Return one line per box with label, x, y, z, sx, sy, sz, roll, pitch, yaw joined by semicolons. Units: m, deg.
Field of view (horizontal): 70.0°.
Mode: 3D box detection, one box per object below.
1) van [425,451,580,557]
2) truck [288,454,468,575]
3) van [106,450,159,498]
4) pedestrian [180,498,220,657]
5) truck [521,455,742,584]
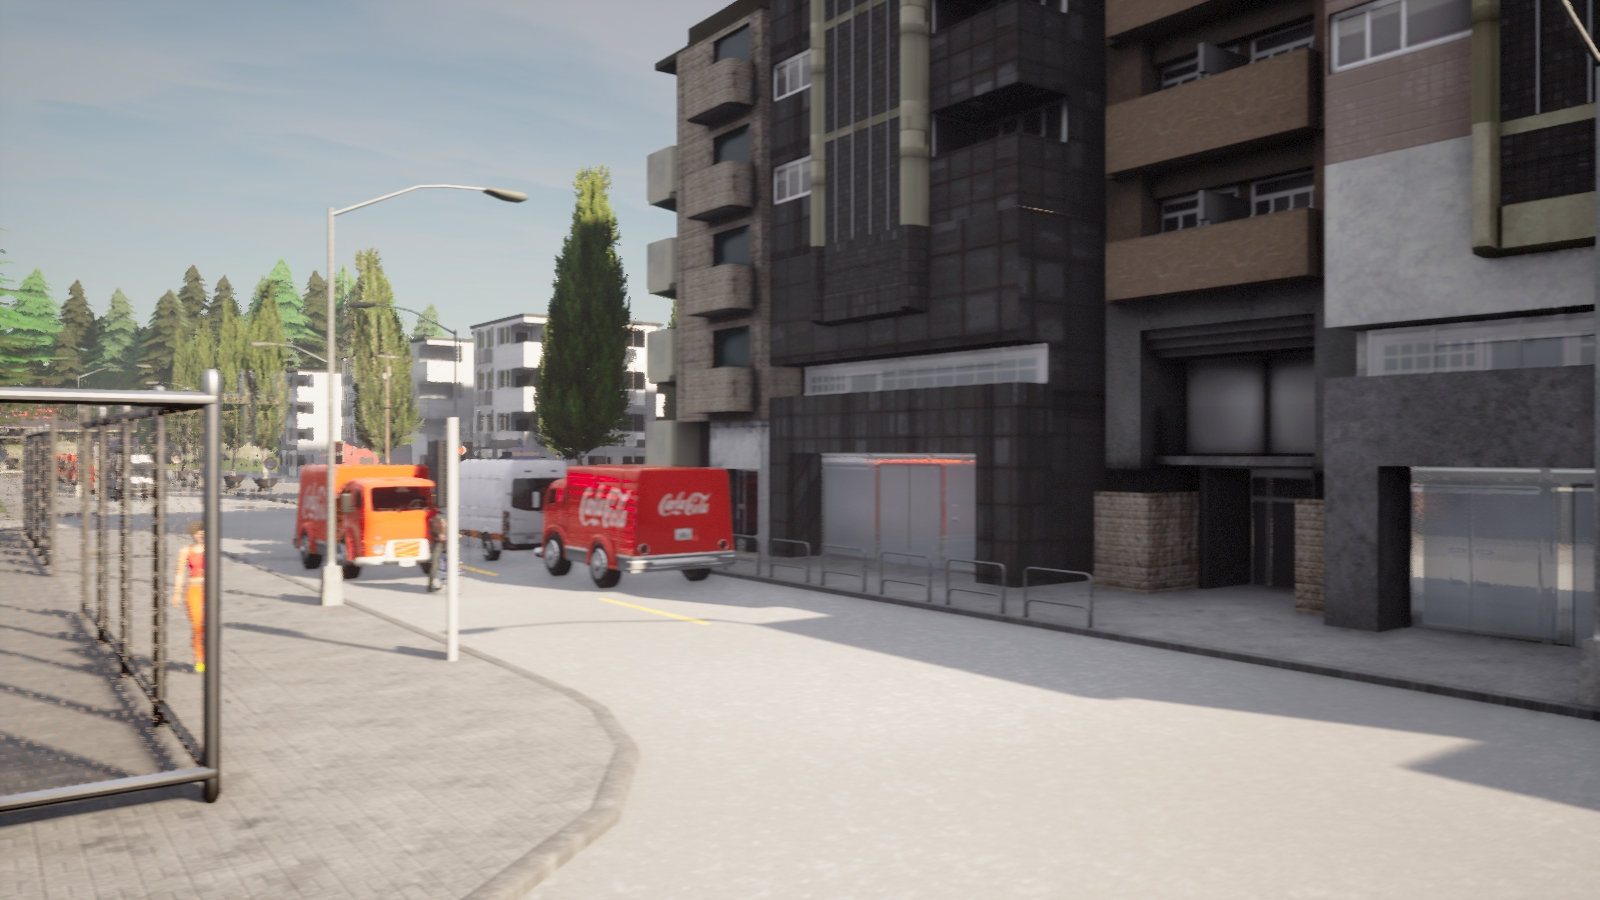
van;-8.125;1.313;30.736;1.988;2.561;5.915;0;0;-36
truck;-9.897;1.347;26.491;2.627;2.467;5.204;0;0;-36
van;-37.557;1.310;64.249;1.988;2.561;5.915;0;0;-36
pedestrian;-7.246;1.523;13.798;0.375;1.860;0.375;0;0;-37
truck;-3.797;1.348;24.833;2.627;2.467;5.204;0;0;-36
